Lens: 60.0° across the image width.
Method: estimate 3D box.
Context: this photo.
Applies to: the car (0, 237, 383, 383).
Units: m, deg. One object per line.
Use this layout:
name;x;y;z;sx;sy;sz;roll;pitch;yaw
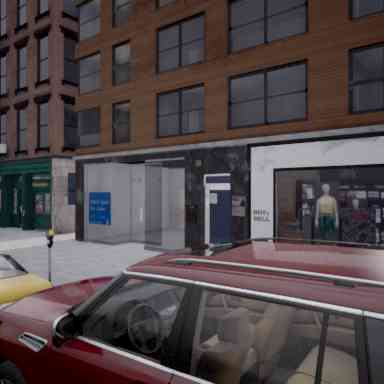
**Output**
car;0.347;1.315;2.564;5.009;1.841;2.192;0;0;36
